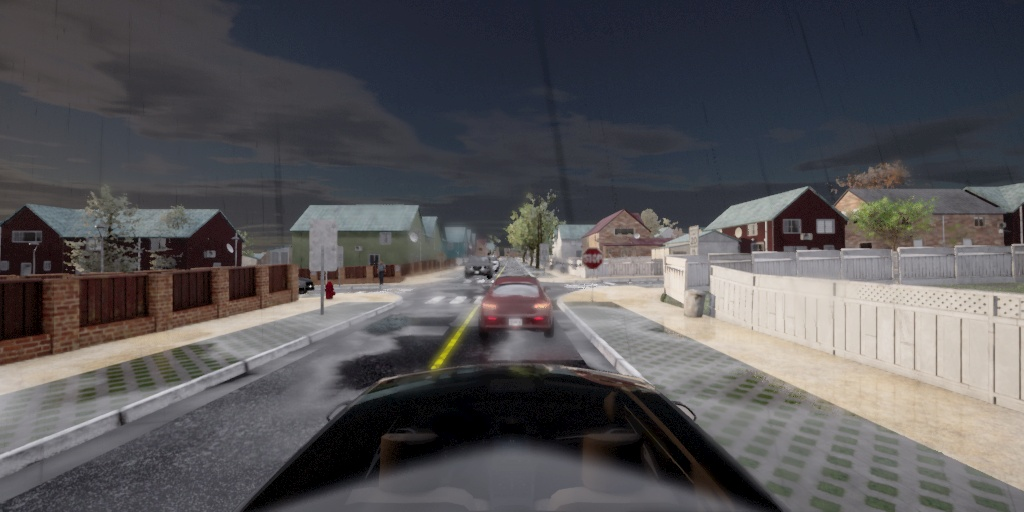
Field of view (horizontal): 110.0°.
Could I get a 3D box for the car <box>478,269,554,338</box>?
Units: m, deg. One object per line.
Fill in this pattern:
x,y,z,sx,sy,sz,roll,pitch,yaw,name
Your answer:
0.138,1.278,10.123,1.812,1.442,4.674,0,0,2,car

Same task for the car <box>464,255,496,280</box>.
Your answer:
-2.832,0.971,31.736,2.150,2.045,5.566,0,0,0,car

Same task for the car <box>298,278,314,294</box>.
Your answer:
-14.078,1.575,20.678,4.892,1.490,1.837,-2,-1,-1,car

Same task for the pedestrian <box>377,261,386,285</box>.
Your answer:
-9.680,1.211,26.548,0.375,1.860,0.375,0,0,0,pedestrian

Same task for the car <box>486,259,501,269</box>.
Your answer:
-2.801,1.238,55.462,2.128,1.511,4.902,0,0,0,car

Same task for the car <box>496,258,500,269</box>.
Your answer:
-2.819,0.973,44.235,2.150,2.045,5.566,0,0,0,car
